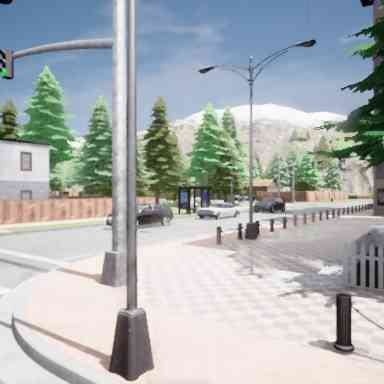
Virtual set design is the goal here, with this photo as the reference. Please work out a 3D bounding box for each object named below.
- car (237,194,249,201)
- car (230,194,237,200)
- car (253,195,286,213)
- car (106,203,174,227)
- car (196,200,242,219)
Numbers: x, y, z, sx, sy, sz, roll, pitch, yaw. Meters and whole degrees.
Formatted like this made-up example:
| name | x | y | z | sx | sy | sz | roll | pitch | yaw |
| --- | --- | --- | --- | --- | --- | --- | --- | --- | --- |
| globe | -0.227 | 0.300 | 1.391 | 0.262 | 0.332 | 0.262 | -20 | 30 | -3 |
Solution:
| name | x | y | z | sx | sy | sz | roll | pitch | yaw |
| --- | --- | --- | --- | --- | --- | --- | --- | --- | --- |
| car | 13.000 | 1.167 | 77.964 | 1.932 | 1.855 | 4.605 | 0 | 0 | 36 |
| car | 10.736 | 1.171 | 79.124 | 1.905 | 1.878 | 3.866 | 0 | 0 | 36 |
| car | 8.594 | 1.346 | 36.735 | 2.097 | 1.767 | 4.553 | 0 | 0 | 38 |
| car | -3.223 | 1.486 | 21.240 | 2.128 | 1.511 | 4.902 | 0 | 0 | 37 |
| car | 2.399 | 1.595 | 28.628 | 1.895 | 1.301 | 4.718 | 0 | 0 | 37 |
